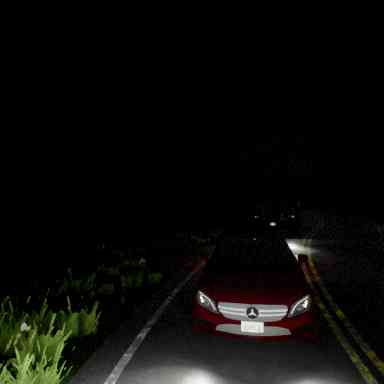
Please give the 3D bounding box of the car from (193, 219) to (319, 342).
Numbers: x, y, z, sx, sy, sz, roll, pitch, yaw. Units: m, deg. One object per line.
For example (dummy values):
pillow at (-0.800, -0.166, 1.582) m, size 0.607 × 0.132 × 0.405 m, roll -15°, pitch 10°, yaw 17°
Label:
car at (1.224, 1.534, 6.709) m, size 1.812 × 1.442 × 4.674 m, roll -1°, pitch 0°, yaw 11°

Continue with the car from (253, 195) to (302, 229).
car at (4.984, 1.215, 18.885) m, size 2.150 × 2.045 × 5.566 m, roll -2°, pitch -1°, yaw 22°
